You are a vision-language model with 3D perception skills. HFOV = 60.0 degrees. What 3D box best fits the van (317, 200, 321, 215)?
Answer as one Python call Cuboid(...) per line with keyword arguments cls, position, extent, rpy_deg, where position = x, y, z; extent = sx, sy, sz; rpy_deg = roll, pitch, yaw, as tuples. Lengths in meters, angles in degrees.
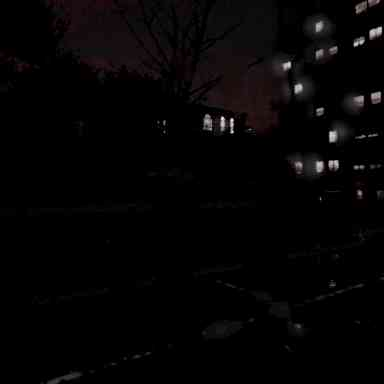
Cuboid(cls="van", position=(10.578, 1.641, 32.657), extent=(1.690, 1.788, 3.998), rpy_deg=(-1, 0, -36))
